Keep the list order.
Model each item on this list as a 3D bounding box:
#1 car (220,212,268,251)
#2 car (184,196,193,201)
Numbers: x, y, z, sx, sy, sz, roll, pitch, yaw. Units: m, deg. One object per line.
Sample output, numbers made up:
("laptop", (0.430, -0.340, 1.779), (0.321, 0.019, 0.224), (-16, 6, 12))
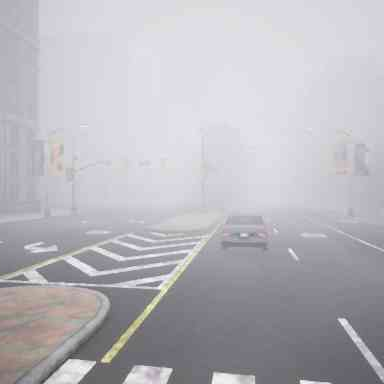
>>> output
("car", (2.242, 1.562, 14.184), (2.033, 1.411, 5.357), (0, 0, 9))
("car", (-0.923, 1.594, 85.445), (1.895, 1.301, 4.718), (0, 0, 9))
